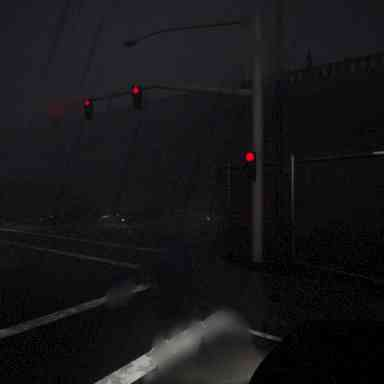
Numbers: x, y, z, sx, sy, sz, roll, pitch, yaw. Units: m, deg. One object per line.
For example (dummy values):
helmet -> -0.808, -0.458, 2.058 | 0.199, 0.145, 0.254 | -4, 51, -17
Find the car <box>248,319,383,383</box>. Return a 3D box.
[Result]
car -> 2.971, 1.547, 1.848 | 5.357, 1.411, 2.033 | 0, 0, 36

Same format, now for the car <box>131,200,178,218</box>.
car -> -3.477, 1.581, 31.711 | 1.812, 1.442, 4.674 | 0, 0, 36

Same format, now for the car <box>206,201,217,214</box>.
car -> 3.598, 1.602, 35.635 | 2.033, 1.411, 5.357 | 0, 0, 35

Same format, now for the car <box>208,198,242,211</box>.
car -> 4.261, 1.545, 42.591 | 2.128, 1.511, 4.902 | 0, 0, 36

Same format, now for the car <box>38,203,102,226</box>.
car -> -8.769, 1.581, 24.312 | 1.812, 1.442, 4.674 | 0, 0, 37

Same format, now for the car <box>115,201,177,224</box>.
car -> -3.366, 1.603, 25.837 | 2.033, 1.411, 5.357 | 0, 0, 35
